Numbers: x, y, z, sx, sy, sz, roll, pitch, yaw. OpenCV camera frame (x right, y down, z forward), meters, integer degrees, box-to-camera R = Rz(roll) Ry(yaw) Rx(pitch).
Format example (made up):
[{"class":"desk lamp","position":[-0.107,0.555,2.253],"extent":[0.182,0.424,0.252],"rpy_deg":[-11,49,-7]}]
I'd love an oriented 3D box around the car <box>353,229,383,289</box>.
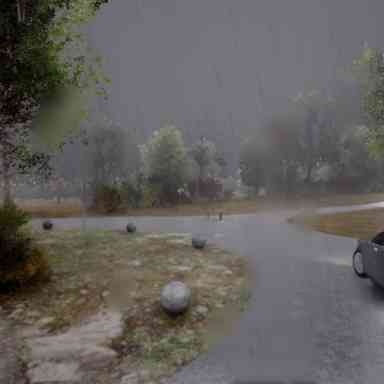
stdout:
[{"class":"car","position":[4.956,1.493,7.191],"extent":[1.837,1.490,4.892],"rpy_deg":[0,0,14]}]
